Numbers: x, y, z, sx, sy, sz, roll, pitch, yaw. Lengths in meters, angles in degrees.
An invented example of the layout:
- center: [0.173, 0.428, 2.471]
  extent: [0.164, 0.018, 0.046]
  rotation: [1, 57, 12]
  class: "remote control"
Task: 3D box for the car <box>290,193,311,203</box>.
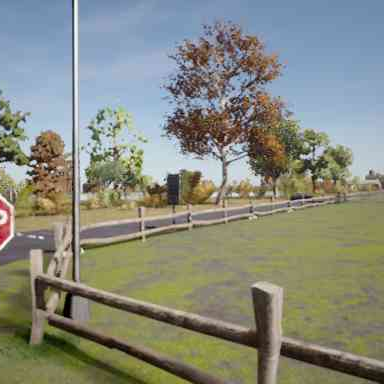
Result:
- center: [15.850, 0.831, 48.716]
  extent: [1.895, 1.301, 4.718]
  rotation: [0, 1, 36]
  class: "car"
